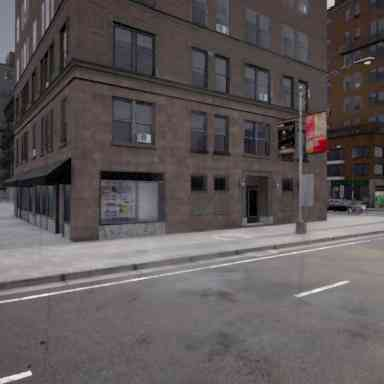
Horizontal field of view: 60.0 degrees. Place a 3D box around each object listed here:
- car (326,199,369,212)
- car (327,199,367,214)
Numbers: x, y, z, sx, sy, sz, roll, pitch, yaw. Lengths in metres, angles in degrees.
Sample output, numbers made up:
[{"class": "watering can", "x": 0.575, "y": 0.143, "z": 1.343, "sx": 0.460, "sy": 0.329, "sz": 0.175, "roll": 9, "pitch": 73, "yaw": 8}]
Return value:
[{"class": "car", "x": 18.726, "y": 1.577, "z": 40.137, "sx": 1.947, "sy": 1.339, "sz": 4.313, "roll": 0, "pitch": 0, "yaw": -35}, {"class": "car", "x": 15.654, "y": 1.482, "z": 34.977, "sx": 2.128, "sy": 1.511, "sz": 4.902, "roll": 0, "pitch": 0, "yaw": -35}]
